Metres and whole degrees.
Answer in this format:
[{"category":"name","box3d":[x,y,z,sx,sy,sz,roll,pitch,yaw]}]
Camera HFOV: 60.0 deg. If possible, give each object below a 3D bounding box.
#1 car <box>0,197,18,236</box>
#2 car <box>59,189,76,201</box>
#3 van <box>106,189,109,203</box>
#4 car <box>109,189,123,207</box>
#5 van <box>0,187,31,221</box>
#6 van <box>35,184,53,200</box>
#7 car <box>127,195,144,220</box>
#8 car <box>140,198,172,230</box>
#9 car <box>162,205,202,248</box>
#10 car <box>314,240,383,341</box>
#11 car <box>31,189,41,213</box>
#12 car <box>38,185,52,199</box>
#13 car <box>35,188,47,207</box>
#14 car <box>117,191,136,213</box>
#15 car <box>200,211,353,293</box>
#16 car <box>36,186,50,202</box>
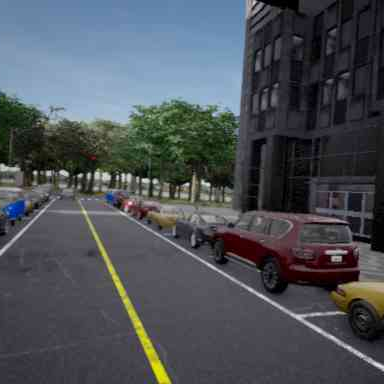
[{"category":"car","box3d":[-7.589,1.012,11.559,1.947,1.339,4.313,4,0,-20]},{"category":"car","box3d":[-16.473,0.291,44.089,1.812,1.442,4.674,4,0,-20]},{"category":"van","box3d":[-8.866,0.640,40.021,1.690,1.788,3.998,4,0,-20]},{"category":"car","box3d":[-7.007,0.752,34.913,2.192,1.841,5.009,4,0,-20]},{"category":"van","box3d":[-9.431,0.648,16.667,1.690,1.788,3.998,4,0,-20]},{"category":"van","box3d":[-18.714,-0.045,42.212,1.690,1.788,3.998,4,0,-20]},{"category":"car","box3d":[-3.310,1.259,24.695,1.887,1.381,4.507,4,0,-20]},{"category":"car","box3d":[-1.510,1.374,19.746,1.752,1.417,4.829,4,0,-20]},{"category":"car","box3d":[0.403,1.544,14.477,2.008,1.369,4.403,4,0,-20]},{"category":"car","box3d":[4.060,1.795,4.419,1.752,1.417,4.829,4,0,-20]},{"category":"car","box3d":[-11.242,0.697,21.617,1.752,1.417,4.829,4,0,-20]},{"category":"car","box3d":[-16.864,0.192,37.103,1.967,1.590,4.097,4,0,-20]},{"category":"car","box3d":[-13.159,0.594,26.885,1.947,1.339,4.313,4,0,-20]},{"category":"car","box3d":[-5.159,1.016,29.804,1.967,1.590,4.097,4,0,-20]},{"category":"car","box3d":[2.275,1.449,9.368,2.192,1.841,5.009,4,0,-20]},{"category":"car","box3d":[-14.955,0.419,31.835,1.752,1.417,4.829,4,0,-20]}]
